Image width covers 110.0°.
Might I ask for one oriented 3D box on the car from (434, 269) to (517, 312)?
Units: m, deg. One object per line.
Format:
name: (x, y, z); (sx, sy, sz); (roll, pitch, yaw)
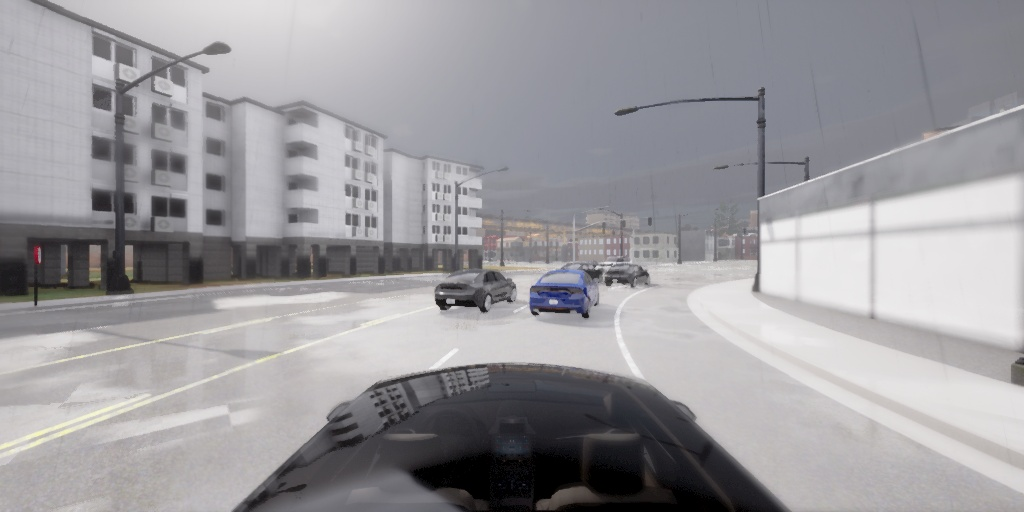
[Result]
car: (-1.254, 1.266, 14.271); (1.837, 1.490, 4.892); (0, 0, 19)

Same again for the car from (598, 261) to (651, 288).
car: (7.765, 1.264, 23.954); (1.837, 1.490, 4.892); (0, 0, 37)

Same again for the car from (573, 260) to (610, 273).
car: (10.197, 1.271, 45.923); (4.902, 1.511, 2.128); (0, 0, -42)

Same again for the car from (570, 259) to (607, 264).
car: (4.963, 1.232, 26.045); (1.882, 1.535, 5.008); (0, 0, 37)

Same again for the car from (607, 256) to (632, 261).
car: (12.498, 1.077, 43.286); (5.566, 2.045, 2.150); (0, 0, -42)

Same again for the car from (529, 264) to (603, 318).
car: (2.057, 1.235, 13.136); (1.882, 1.535, 5.008); (0, 0, 19)
